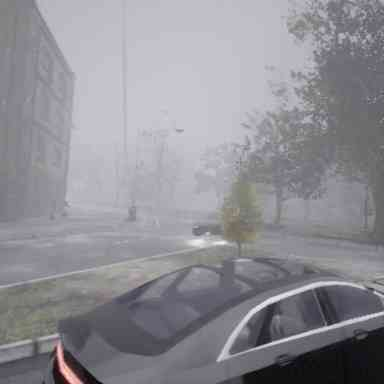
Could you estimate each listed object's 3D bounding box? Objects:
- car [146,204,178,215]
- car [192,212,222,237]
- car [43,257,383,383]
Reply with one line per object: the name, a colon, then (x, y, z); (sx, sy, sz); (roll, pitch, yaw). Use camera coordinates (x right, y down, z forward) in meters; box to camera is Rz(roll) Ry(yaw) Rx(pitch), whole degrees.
car: (-4.530, 2.602, 50.333); (4.902, 1.511, 2.128); (4, -2, 13)
car: (1.640, 1.887, 19.631); (2.033, 1.411, 5.357); (3, -2, 18)
car: (1.015, 1.524, 3.716); (4.902, 1.511, 2.128); (1, -1, -33)
